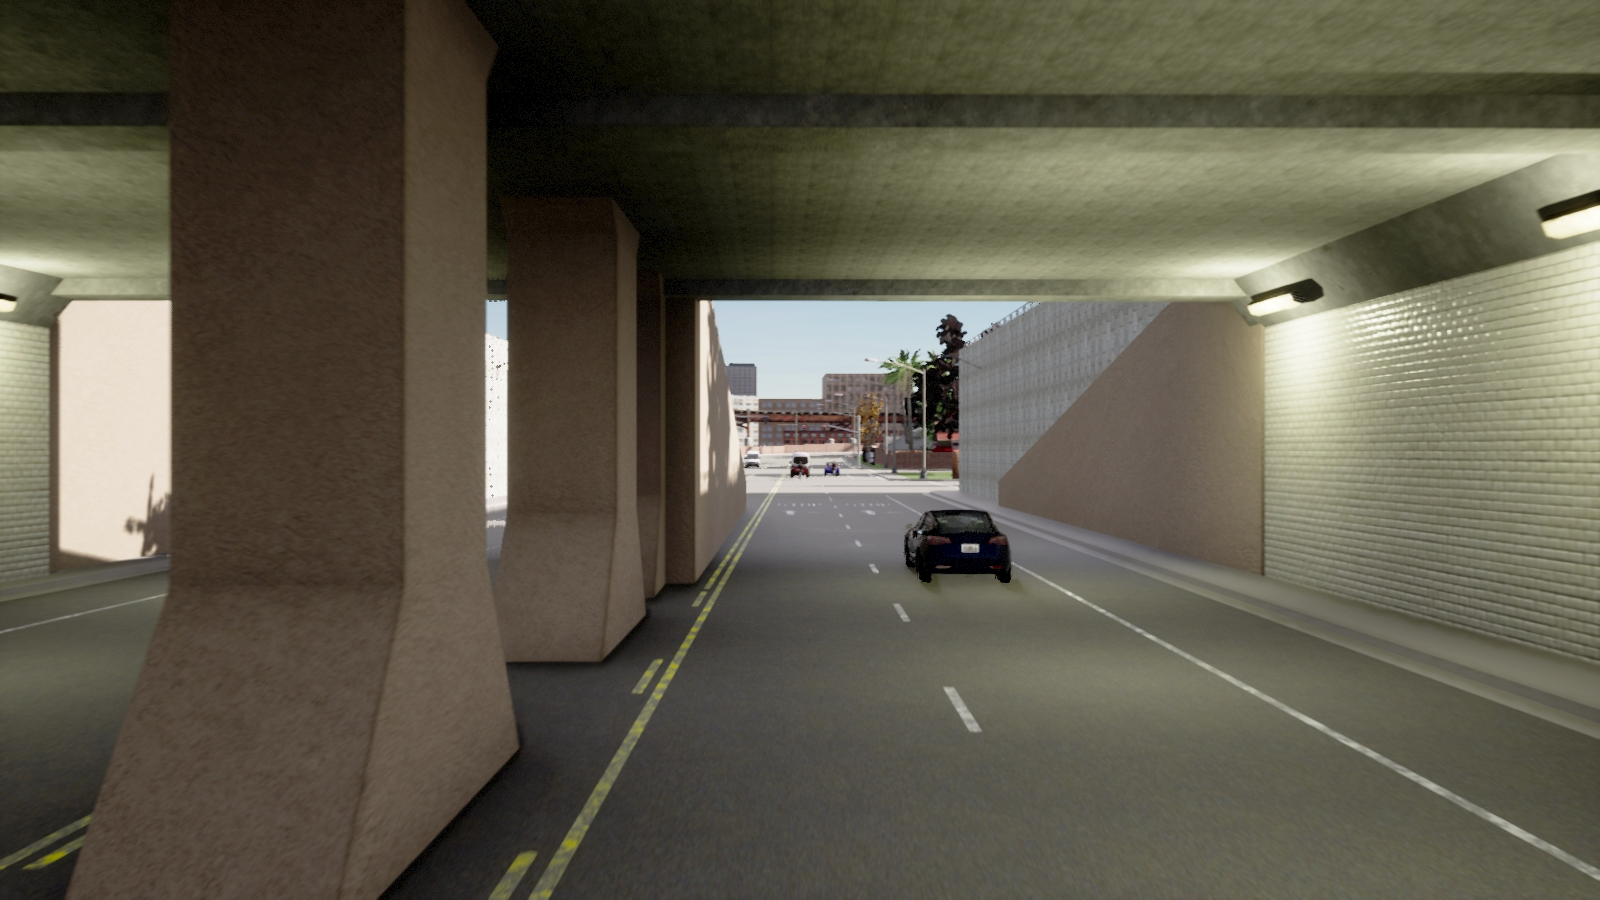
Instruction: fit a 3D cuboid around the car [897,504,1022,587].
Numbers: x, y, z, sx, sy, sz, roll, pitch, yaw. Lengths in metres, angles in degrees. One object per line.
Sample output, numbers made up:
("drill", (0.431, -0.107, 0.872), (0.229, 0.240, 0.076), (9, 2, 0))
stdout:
("car", (3.464, 2.063, 25.750), (2.163, 1.488, 4.792), (0, 0, 0))
